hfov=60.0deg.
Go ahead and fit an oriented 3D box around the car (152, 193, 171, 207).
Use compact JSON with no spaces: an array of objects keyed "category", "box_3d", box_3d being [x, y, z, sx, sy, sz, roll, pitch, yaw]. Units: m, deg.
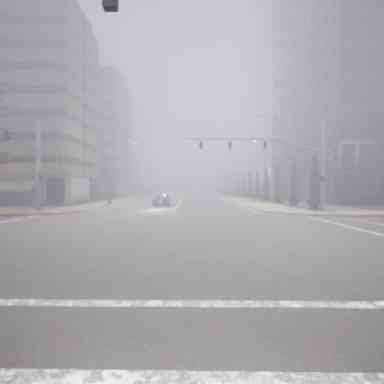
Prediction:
[{"category":"car","box_3d":[-3.510,0.924,38.968,2.128,1.511,4.902,0,1,0]}]
